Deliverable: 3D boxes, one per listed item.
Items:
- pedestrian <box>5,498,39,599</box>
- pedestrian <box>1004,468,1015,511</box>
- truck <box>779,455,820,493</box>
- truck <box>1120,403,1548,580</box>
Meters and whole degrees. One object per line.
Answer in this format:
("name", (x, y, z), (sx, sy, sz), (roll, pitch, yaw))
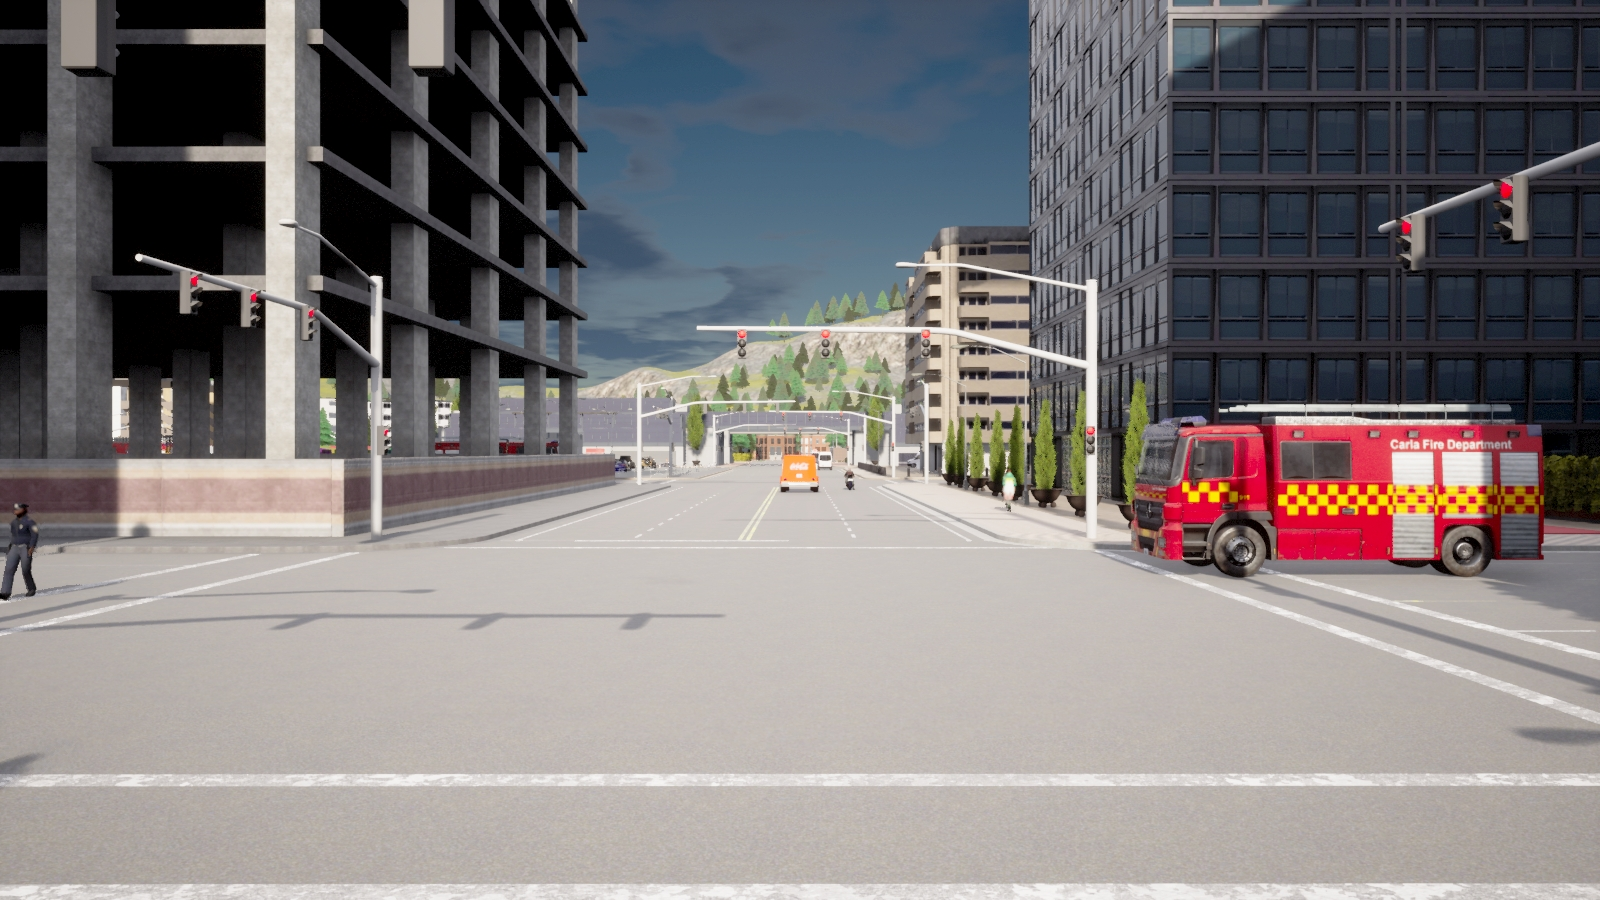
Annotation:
("pedestrian", (-14.580, 1.847, 21.423), (0.375, 1.860, 0.375), (0, 0, 1))
("pedestrian", (9.007, 1.694, 49.134), (0.375, 1.860, 0.375), (0, 0, -1))
("truck", (-0.023, 1.564, 76.782), (2.627, 2.467, 5.204), (0, 0, 0))
("truck", (11.970, 0.889, 26.163), (8.468, 3.827, 2.891), (0, 0, -1))
